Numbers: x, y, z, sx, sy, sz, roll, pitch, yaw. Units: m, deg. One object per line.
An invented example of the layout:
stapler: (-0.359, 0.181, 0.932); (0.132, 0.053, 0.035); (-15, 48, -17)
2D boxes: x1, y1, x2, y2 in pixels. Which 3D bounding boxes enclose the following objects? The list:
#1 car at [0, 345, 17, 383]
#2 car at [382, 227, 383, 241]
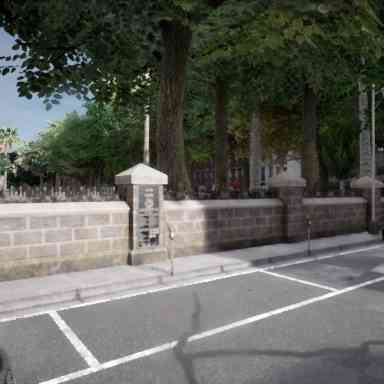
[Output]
car: (-3.146, 1.526, 1.135); (4.674, 1.442, 1.812); (0, 0, -36)
car: (9.756, 1.305, 13.500); (5.009, 1.841, 2.192); (0, 0, -36)
